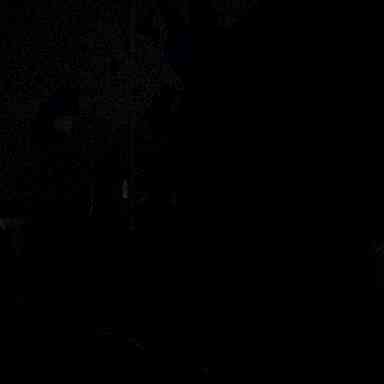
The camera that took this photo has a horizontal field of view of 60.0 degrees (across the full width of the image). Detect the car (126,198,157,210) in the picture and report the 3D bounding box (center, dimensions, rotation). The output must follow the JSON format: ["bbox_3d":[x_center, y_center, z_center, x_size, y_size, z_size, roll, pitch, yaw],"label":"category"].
[{"bbox_3d":[-5.233,1.363,39.031,2.033,1.411,5.357,0,0,36],"label":"car"}]

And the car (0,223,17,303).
[{"bbox_3d":[-5.542,1.315,6.758,5.009,1.841,2.192,0,0,35],"label":"car"}]

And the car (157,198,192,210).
[{"bbox_3d":[-1.649,1.378,38.960,1.994,1.385,4.181,0,0,36],"label":"car"}]
